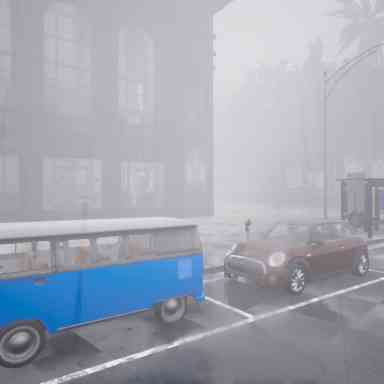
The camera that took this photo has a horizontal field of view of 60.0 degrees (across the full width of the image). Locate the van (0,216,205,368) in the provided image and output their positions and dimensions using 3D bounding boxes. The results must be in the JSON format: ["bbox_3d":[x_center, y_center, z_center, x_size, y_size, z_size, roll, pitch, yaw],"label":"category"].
[{"bbox_3d":[-1.680,1.341,5.453,3.998,1.788,1.690,0,0,-35],"label":"van"}]

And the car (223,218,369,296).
[{"bbox_3d":[2.740,1.439,8.600,4.097,1.590,1.967,0,0,-35],"label":"car"}]
